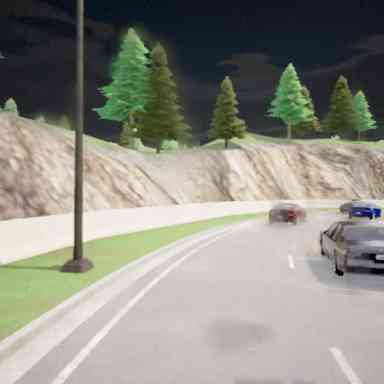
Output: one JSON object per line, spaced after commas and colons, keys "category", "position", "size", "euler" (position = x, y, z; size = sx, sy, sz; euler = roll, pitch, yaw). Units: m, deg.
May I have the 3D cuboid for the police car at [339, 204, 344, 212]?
{"category": "police car", "position": [18.983, 1.680, 38.255], "size": [4.974, 1.542, 2.038], "euler": [1, 0, -40]}

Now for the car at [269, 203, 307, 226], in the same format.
{"category": "car", "position": [7.121, 1.546, 24.434], "size": [1.882, 1.535, 5.008], "euler": [0, 0, 30]}

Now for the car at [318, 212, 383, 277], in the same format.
{"category": "car", "position": [5.141, 1.595, 10.286], "size": [2.033, 1.411, 5.357], "euler": [0, 0, 15]}

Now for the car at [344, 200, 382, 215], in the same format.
{"category": "car", "position": [15.610, 1.621, 29.883], "size": [1.882, 1.535, 5.008], "euler": [0, 0, 40]}
